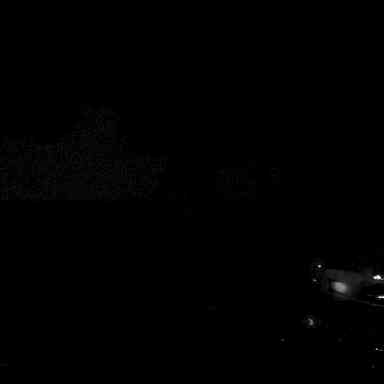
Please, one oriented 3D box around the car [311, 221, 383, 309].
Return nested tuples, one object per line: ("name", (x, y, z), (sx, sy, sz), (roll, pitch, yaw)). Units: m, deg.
("car", (4.640, 1.430, 7.446), (4.902, 1.511, 2.128), (-1, 0, -37))
